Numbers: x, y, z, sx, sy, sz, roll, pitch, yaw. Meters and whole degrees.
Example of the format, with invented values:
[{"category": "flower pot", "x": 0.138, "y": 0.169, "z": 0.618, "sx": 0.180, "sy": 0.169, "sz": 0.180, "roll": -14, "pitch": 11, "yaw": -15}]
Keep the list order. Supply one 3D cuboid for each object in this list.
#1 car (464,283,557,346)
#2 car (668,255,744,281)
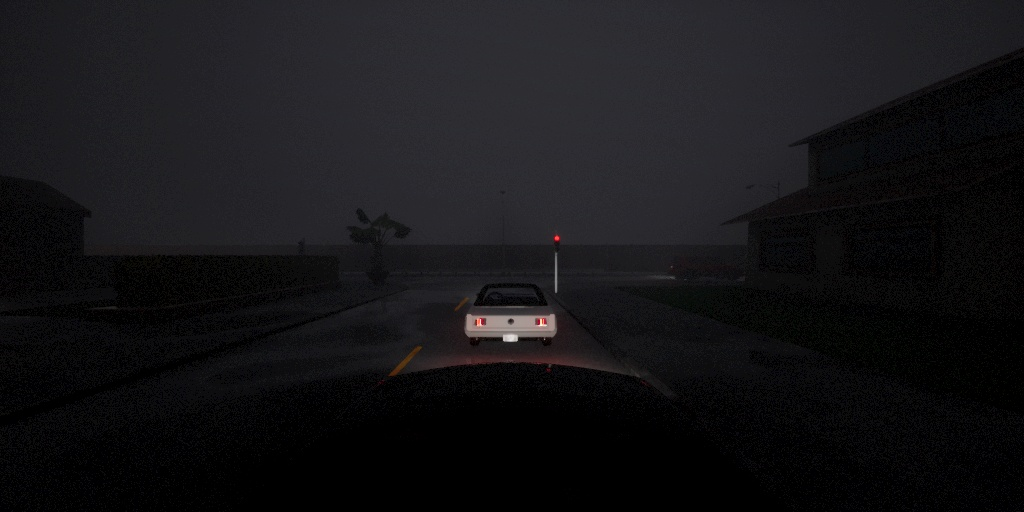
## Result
[{"category": "car", "x": -0.025, "y": 1.350, "z": 9.387, "sx": 1.895, "sy": 1.301, "sz": 4.718, "roll": 0, "pitch": 0, "yaw": 0}, {"category": "car", "x": 15.592, "y": 0.969, "z": 29.068, "sx": 5.566, "sy": 2.045, "sz": 2.150, "roll": 0, "pitch": 0, "yaw": -1}]
